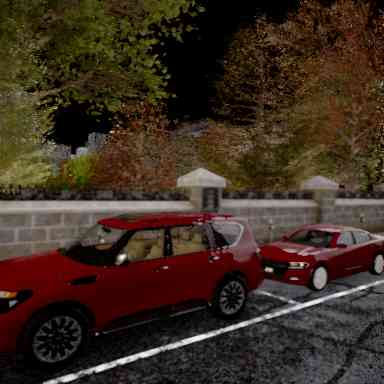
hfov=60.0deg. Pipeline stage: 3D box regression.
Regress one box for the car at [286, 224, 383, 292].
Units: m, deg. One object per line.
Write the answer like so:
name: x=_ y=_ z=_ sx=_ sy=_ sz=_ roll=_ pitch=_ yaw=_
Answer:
car: x=3.655 y=1.600 z=9.143 sx=4.507 sy=1.381 sz=1.887 roll=0 pitch=0 yaw=-35

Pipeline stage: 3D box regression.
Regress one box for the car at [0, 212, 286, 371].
car: x=-0.917 y=1.333 z=5.887 sx=5.009 sy=1.841 sz=2.192 roll=0 pitch=0 yaw=-35
